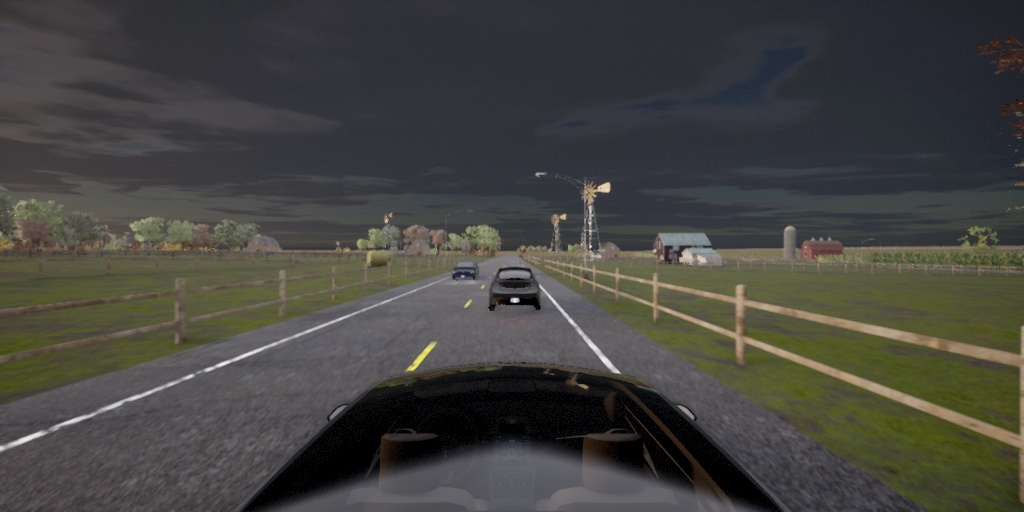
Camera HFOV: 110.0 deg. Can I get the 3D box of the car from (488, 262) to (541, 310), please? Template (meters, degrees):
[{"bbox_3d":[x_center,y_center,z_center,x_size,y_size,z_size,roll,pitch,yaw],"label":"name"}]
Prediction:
[{"bbox_3d":[0.099,1.163,14.219,1.837,1.490,4.892,0,1,0],"label":"car"}]

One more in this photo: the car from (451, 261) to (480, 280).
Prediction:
[{"bbox_3d":[-3.593,1.095,28.845,2.033,1.411,5.357,0,0,0],"label":"car"}]
